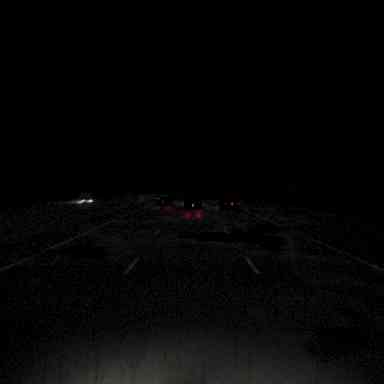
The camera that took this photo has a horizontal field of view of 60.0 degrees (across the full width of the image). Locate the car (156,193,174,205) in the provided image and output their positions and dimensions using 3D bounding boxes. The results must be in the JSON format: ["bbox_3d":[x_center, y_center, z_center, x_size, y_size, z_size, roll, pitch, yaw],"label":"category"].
[{"bbox_3d":[-3.399,0.889,41.728,1.812,1.442,4.674,0,1,0],"label":"car"}]

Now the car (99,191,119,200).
[{"bbox_3d":[-14.043,0.619,57.712,1.837,1.490,4.892,0,0,1],"label":"car"}]

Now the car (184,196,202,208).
[{"bbox_3d":[0.100,1.046,36.826,1.895,1.301,4.718,0,1,0],"label":"car"}]

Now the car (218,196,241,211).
[{"bbox_3d":[3.600,1.065,32.447,2.033,1.411,5.357,0,1,0],"label":"car"}]

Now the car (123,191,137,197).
[{"bbox_3d":[-10.546,0.622,57.118,1.837,1.490,4.892,0,1,1],"label":"car"}]

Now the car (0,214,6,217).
[{"bbox_3d":[-10.599,1.407,15.086,1.895,1.301,4.718,0,1,0],"label":"car"}]

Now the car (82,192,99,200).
[{"bbox_3d":[-17.535,0.720,57.790,1.895,1.301,4.718,0,0,1],"label":"car"}]
